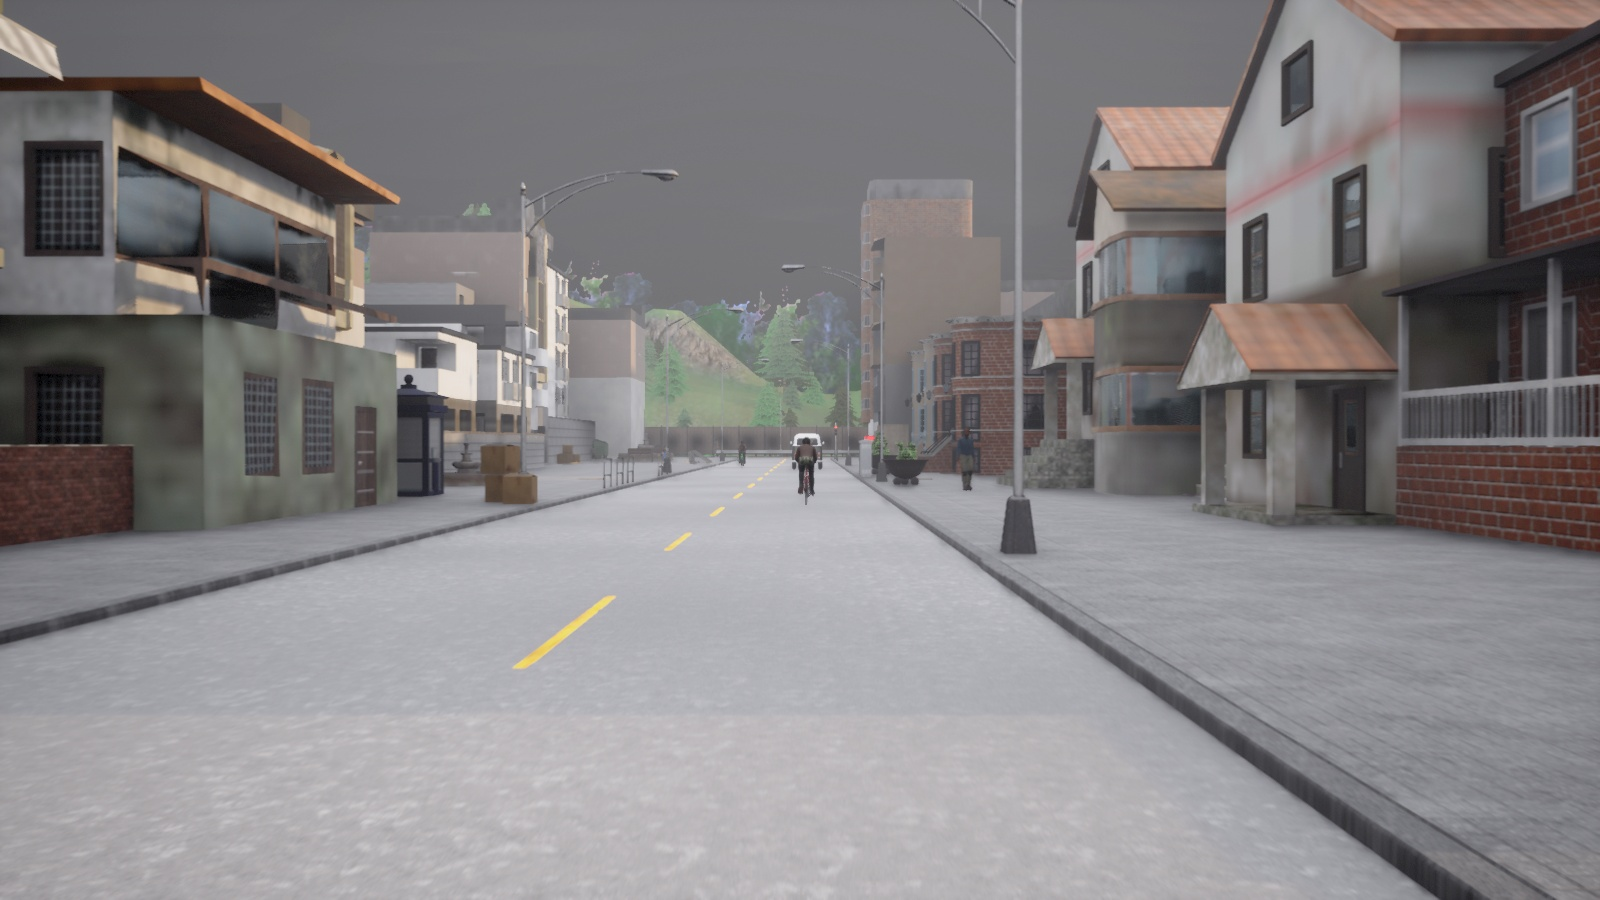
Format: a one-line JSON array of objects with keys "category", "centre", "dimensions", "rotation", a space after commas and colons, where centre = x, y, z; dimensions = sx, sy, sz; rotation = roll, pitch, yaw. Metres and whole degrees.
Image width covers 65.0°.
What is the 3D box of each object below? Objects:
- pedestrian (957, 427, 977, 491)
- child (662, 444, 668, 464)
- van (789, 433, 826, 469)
[{"category": "pedestrian", "centre": [4.825, 0.255, 36.297], "dimensions": [0.370, 1.835, 0.726], "rotation": [0, 0, -11]}, {"category": "child", "centre": [-8.941, 0.260, 83.228], "dimensions": [0.270, 1.263, 0.437], "rotation": [0, 0, 7]}, {"category": "van", "centre": [0.427, 0.059, 73.040], "dimensions": [2.069, 2.038, 4.480], "rotation": [0, 0, 0]}]
